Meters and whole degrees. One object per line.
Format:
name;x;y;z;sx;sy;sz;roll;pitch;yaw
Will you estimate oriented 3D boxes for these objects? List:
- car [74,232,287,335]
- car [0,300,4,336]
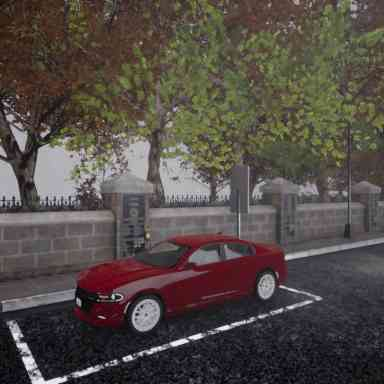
car;-0.012;1.545;6.711;4.507;1.381;1.887;0;0;-36
car;-4.490;1.551;3.449;4.403;1.369;2.008;0;0;-36
